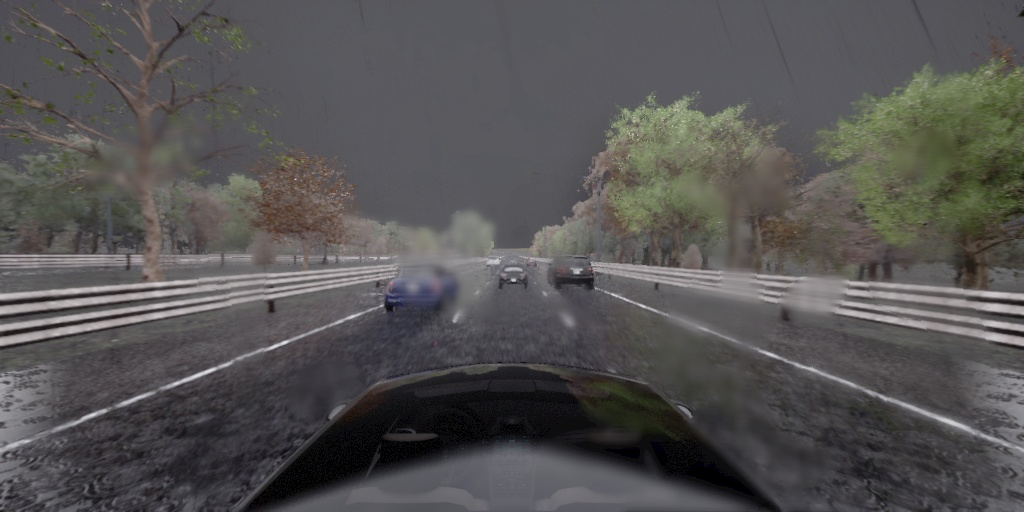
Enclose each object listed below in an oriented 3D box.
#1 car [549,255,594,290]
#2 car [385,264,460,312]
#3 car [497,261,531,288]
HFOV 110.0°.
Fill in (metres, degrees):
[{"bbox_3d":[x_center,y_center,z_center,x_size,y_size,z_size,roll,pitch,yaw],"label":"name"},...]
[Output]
[{"bbox_3d":[3.593,0.986,22.444,2.150,2.045,5.566,0,0,0],"label":"car"},{"bbox_3d":[-3.404,1.111,14.437,2.097,1.767,4.553,0,0,0],"label":"car"},{"bbox_3d":[0.095,1.291,24.202,1.812,1.442,4.674,0,0,0],"label":"car"}]
